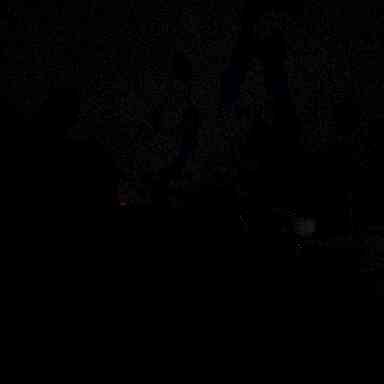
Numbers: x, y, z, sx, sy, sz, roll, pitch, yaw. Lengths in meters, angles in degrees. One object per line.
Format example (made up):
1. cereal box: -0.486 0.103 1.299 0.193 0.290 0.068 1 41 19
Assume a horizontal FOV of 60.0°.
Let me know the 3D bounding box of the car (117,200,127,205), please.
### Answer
1. car: -10.610 1.868 45.965 1.837 1.490 4.892 0 0 -34

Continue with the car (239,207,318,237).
1. car: 4.744 1.619 18.895 1.837 1.490 4.892 0 0 -33

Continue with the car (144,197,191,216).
1. car: -2.199 1.433 28.896 2.150 2.045 5.566 0 0 -35

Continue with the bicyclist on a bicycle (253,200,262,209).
1. bicyclist on a bicycle: 5.517 1.477 28.103 1.656 1.620 0.582 0 0 -35
